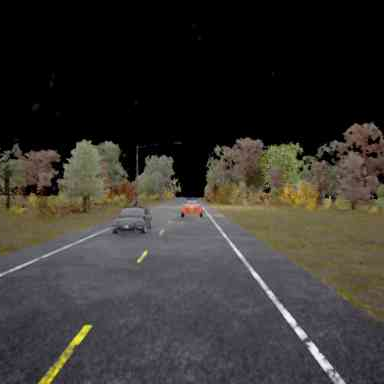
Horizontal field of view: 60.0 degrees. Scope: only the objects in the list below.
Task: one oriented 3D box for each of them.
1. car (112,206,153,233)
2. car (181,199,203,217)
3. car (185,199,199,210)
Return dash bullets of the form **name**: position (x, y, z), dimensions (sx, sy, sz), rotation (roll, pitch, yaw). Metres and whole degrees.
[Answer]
- **car**: position (-3.504, 1.642, 20.228), dimensions (1.837, 1.490, 4.892), rotation (0, 0, 0)
- **car**: position (0.002, 1.484, 32.914), dimensions (2.097, 1.767, 4.553), rotation (0, 0, 0)
- **car**: position (0.037, 1.725, 46.643), dimensions (1.812, 1.442, 4.674), rotation (0, 0, 1)
